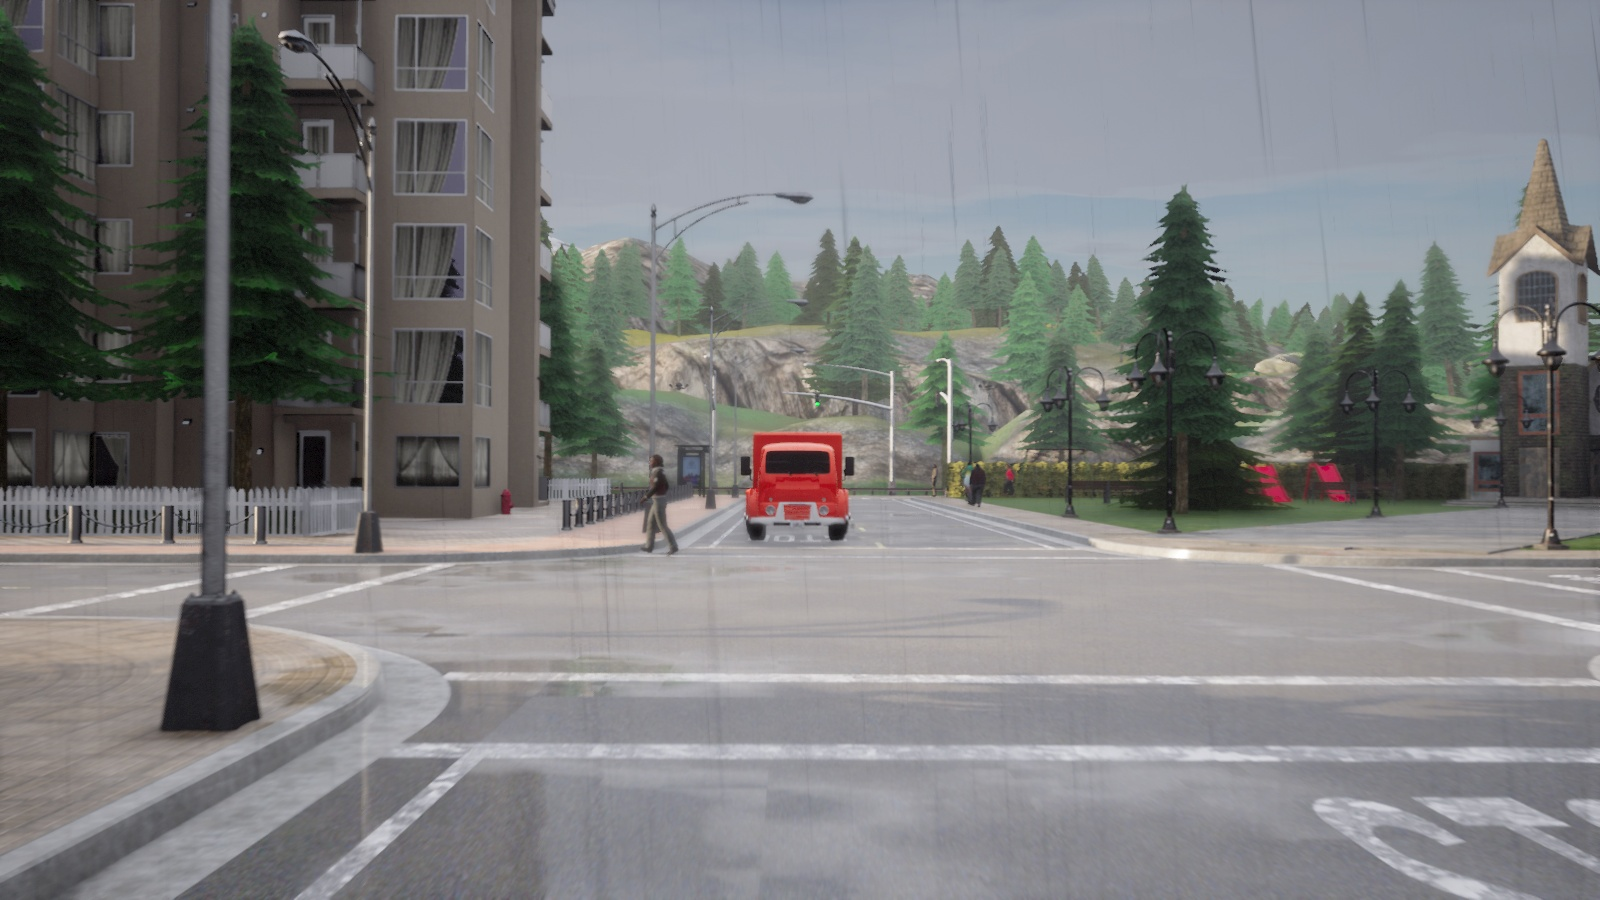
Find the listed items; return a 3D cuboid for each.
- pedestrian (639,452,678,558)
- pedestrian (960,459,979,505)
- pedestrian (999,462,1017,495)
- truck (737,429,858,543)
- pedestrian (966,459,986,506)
[{"bbox_3d":[-2.615,1.004,23.176,0.666,1.930,0.402,0,-1,0],"label":"pedestrian"},{"bbox_3d":[7.276,1.348,53.859,0.659,1.952,0.873,0,-1,-1],"label":"pedestrian"},{"bbox_3d":[11.571,1.592,69.844,0.899,1.844,0.634,0,-1,-3],"label":"pedestrian"},{"bbox_3d":[-0.059,0.828,29.876,2.627,2.467,5.204,0,-1,0],"label":"truck"},{"bbox_3d":[7.008,1.284,49.998,0.634,1.844,0.899,0,-1,-3],"label":"pedestrian"}]
